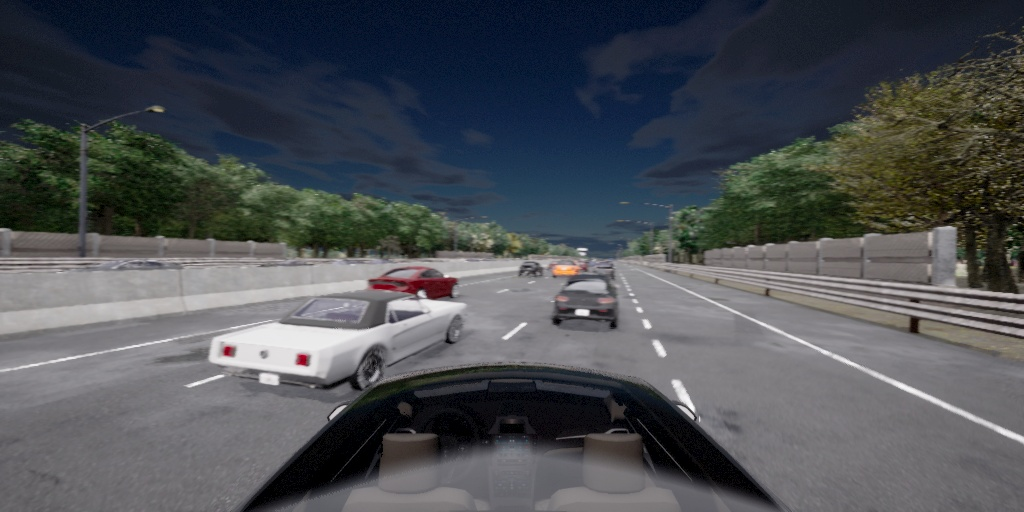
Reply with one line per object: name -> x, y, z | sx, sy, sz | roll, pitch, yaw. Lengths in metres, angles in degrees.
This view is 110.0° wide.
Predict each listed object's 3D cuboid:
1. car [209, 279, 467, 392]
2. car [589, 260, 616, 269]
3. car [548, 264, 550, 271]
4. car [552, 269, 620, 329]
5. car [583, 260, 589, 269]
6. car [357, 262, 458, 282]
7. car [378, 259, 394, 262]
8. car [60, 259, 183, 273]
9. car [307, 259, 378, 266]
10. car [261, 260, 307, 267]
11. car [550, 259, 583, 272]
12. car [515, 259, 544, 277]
car -> -2.525, 1.308, 6.756 | 1.895, 1.301, 4.718 | 1, 0, 16
car -> 8.728, 1.403, 33.943 | 2.128, 1.511, 4.902 | 1, 0, 16
car -> 6.264, 1.443, 51.091 | 1.812, 1.442, 4.674 | 1, 0, 16
car -> 2.458, 1.316, 11.563 | 1.812, 1.442, 4.674 | 1, 0, 16
car -> 9.632, 1.499, 50.147 | 1.812, 1.442, 4.674 | 1, 0, 16
car -> -3.873, 1.162, 14.907 | 1.882, 1.535, 5.008 | 1, 0, 16
car -> -14.818, 1.067, 40.705 | 2.033, 1.411, 5.357 | 1, 0, 16
car -> -20.866, 0.892, 19.473 | 2.128, 1.511, 4.902 | 1, 0, 16
car -> -14.151, 1.063, 30.348 | 2.033, 1.411, 5.357 | 1, 0, 16
car -> -20.586, 1.010, 33.236 | 1.895, 1.301, 4.718 | 1, 0, 16
car -> 5.347, 1.206, 34.837 | 2.097, 1.767, 4.553 | 1, 0, 16
car -> 1.988, 1.304, 35.829 | 1.837, 1.490, 4.892 | 1, 0, 16
